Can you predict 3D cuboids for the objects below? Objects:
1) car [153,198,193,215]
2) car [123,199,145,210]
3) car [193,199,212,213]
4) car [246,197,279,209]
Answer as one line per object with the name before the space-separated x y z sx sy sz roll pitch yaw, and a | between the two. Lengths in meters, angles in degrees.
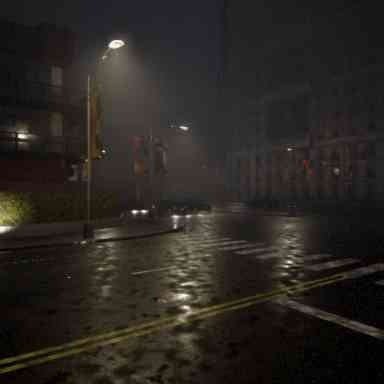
car | -2.318 1.505 34.641 1.837 1.490 4.892 0 0 -35
car | -7.590 1.564 42.230 1.994 1.385 4.181 0 0 -35
car | 0.206 1.478 37.142 1.882 1.535 5.008 0 0 -35
car | 9.327 1.477 44.448 1.882 1.535 5.008 0 0 -35
